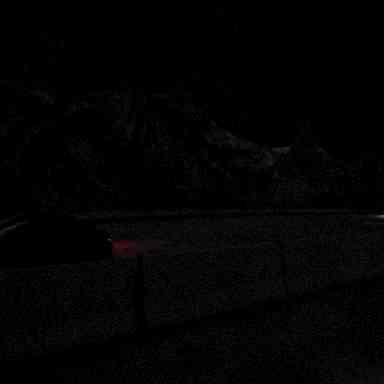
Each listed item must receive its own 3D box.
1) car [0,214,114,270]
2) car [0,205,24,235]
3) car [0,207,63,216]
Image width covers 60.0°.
[{"bbox_3d":[-4.533,1.513,9.214,4.674,1.442,1.812,1,0,-34],"label":"car"},{"bbox_3d":[-11.504,1.456,17.130,4.892,1.490,1.837,1,0,-35],"label":"car"},{"bbox_3d":[-6.058,1.462,12.407,5.008,1.535,1.882,1,0,-34],"label":"car"}]
